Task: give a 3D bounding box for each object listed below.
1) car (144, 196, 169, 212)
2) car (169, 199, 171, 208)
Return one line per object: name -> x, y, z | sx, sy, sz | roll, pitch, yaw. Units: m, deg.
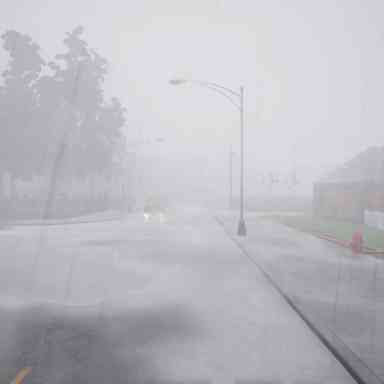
car -> -4.175, 1.352, 37.899 | 2.097, 1.767, 4.553 | 0, 0, 0
car -> -4.175, 1.352, 48.151 | 2.097, 1.767, 4.553 | 0, 0, 0
